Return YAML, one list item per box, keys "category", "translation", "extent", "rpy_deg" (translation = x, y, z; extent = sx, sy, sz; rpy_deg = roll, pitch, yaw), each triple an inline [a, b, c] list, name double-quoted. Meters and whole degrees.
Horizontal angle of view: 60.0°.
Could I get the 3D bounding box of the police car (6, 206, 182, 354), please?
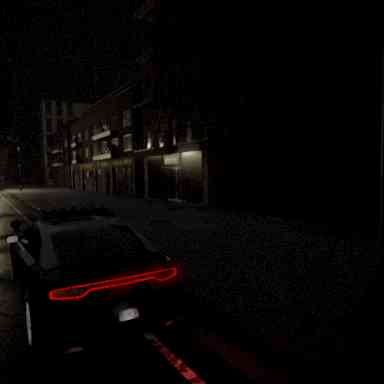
- category: "police car"
  translation: [-2.110, 1.098, 5.992]
  extent: [1.930, 1.638, 5.238]
  rpy_deg: [-3, 4, -32]
